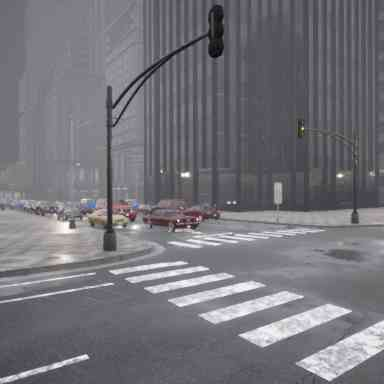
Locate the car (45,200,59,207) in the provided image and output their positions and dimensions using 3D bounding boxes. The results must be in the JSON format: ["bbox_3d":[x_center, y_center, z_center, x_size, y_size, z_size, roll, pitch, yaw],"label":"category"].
[{"bbox_3d":[-31.660,2.594,74.970,1.947,1.339,4.313,-1,0,-35],"label":"car"}]

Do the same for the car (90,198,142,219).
[{"bbox_3d":[-7.024,1.598,30.150,2.150,2.045,5.566,0,-1,-35],"label":"car"}]

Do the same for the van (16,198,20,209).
[{"bbox_3d":[-26.127,2.122,52.438,1.690,1.788,3.998,-1,0,-35],"label":"van"}]

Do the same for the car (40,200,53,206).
[{"bbox_3d":[-34.672,2.660,79.213,1.947,1.339,4.313,-1,0,-35],"label":"car"}]

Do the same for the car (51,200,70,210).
[{"bbox_3d":[-22.989,2.270,57.995,1.882,1.535,5.008,0,-1,-35],"label":"car"}]

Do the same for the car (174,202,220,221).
[{"bbox_3d":[0.633,1.828,29.475,1.887,1.381,4.507,-1,0,-35],"label":"car"}]

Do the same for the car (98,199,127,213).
[{"bbox_3d":[-11.131,1.874,46.082,2.192,1.841,5.009,-1,0,-35],"label":"car"}]

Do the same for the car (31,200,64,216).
[{"bbox_3d":[-17.644,1.900,40.485,2.192,1.841,5.009,-1,0,-35],"label":"car"}]

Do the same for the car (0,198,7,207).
[{"bbox_3d":[-41.219,2.666,73.708,1.887,1.381,4.507,-1,0,-35],"label":"car"}]

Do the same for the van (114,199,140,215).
[{"bbox_3d":[-8.191,1.832,41.931,1.690,1.788,3.998,-1,0,-35],"label":"van"}]

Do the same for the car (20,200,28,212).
[{"bbox_3d":[-23.297,2.156,48.453,1.967,1.590,4.097,-1,0,-35],"label":"car"}]

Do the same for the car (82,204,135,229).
[{"bbox_3d":[-6.229,1.843,24.410,1.752,1.417,4.829,-1,0,-35],"label":"car"}]

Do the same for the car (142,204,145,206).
[{"bbox_3d":[-5.246,2.004,37.779,1.802,1.307,4.206,-1,0,-35],"label":"car"}]

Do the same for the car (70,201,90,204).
[{"bbox_3d":[-12.947,2.063,38.503,2.033,1.411,5.357,0,-1,-35],"label":"car"}]

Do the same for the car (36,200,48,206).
[{"bbox_3d":[-37.683,2.709,83.455,2.008,1.369,4.403,-1,0,-35],"label":"car"}]

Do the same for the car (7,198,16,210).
[{"bbox_3d":[-31.884,2.353,60.552,1.967,1.590,4.097,-1,0,-35],"label":"car"}]

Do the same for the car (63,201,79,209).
[{"bbox_3d":[-22.627,2.406,62.244,1.802,1.307,4.206,-1,0,-35],"label":"car"}]

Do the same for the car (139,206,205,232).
[{"bbox_3d":[-1.472,1.846,22.326,1.895,1.301,4.718,0,-1,-35],"label":"car"}]

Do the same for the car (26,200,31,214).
[{"bbox_3d":[-20.467,2.196,44.469,1.887,1.381,4.507,-1,0,-35],"label":"car"}]

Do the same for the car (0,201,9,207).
[{"bbox_3d":[-44.331,2.770,78.093,1.802,1.307,4.206,-1,0,-35],"label":"car"}]

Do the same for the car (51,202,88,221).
[{"bbox_3d":[-11.983,2.004,32.517,2.008,1.369,4.403,-1,0,-35],"label":"car"}]

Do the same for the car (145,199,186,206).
[{"bbox_3d":[-2.312,1.668,33.627,2.192,1.841,5.009,-1,0,-35],"label":"car"}]
